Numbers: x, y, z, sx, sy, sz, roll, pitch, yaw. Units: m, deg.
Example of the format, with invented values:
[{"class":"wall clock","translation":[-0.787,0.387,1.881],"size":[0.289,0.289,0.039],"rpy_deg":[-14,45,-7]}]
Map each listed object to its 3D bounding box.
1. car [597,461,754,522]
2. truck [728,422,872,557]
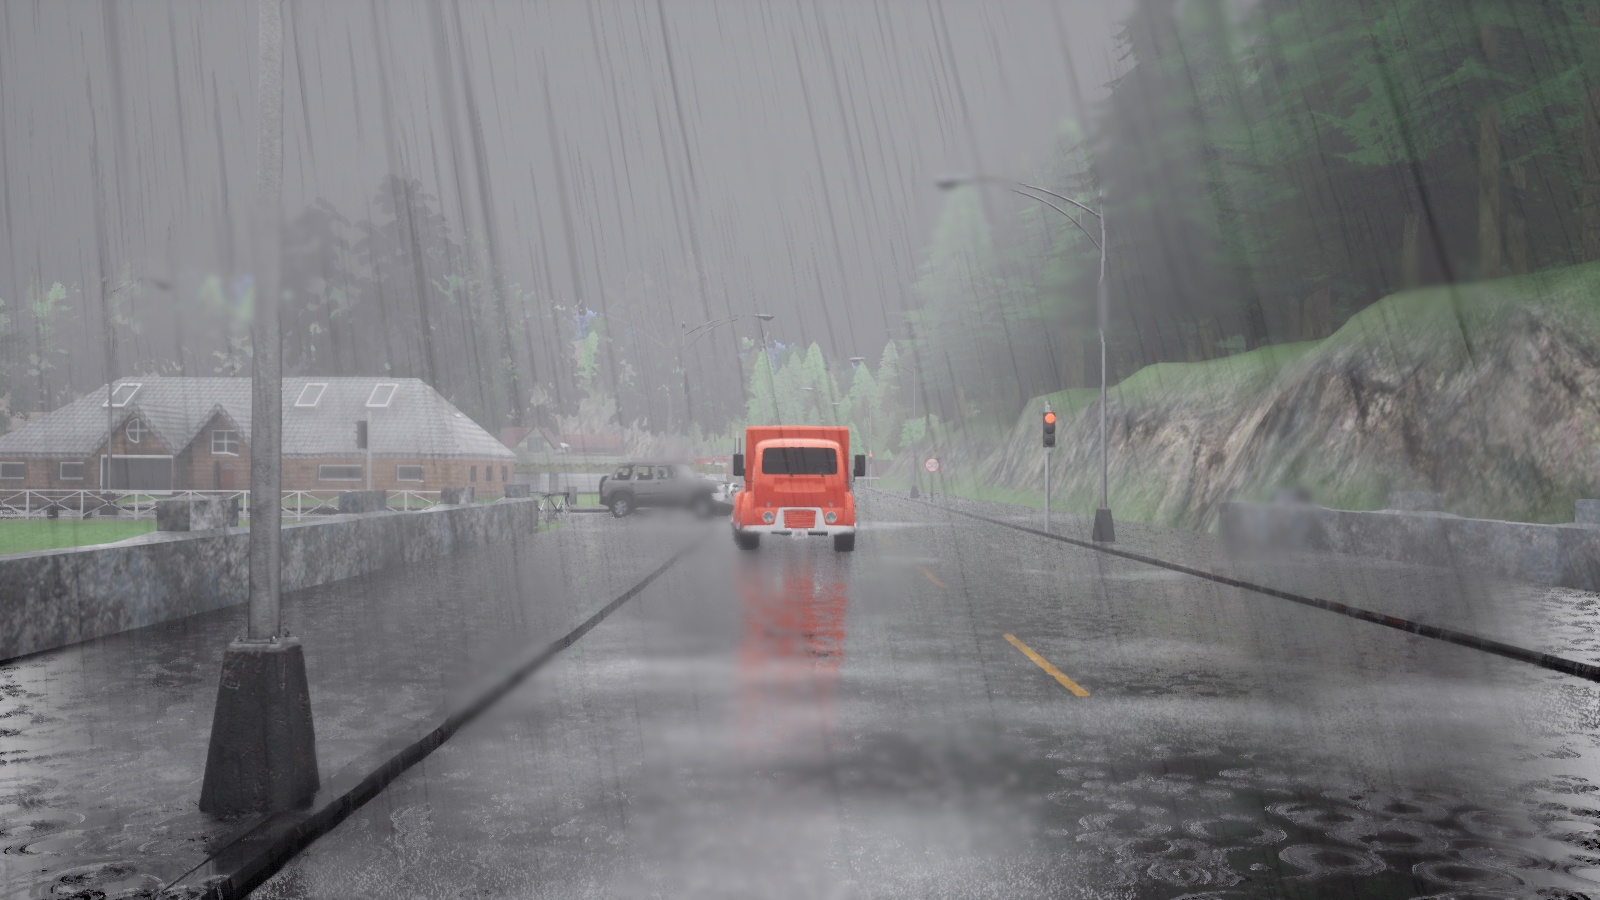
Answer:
[{"class":"car","translation":[-3.988,1.321,40.269],"size":[4.605,1.855,1.932],"rpy_deg":[0,-2,19]},{"class":"truck","translation":[-0.075,0.757,25.650],"size":[2.627,2.467,5.204],"rpy_deg":[0,-1,-2]}]
